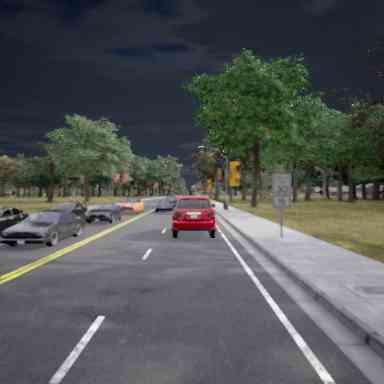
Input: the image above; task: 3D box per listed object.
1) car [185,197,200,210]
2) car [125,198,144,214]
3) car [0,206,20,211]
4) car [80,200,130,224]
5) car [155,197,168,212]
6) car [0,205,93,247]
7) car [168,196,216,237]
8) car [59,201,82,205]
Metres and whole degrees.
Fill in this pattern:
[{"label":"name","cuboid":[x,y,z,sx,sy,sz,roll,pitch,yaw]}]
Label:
[{"label":"car","cuboid":[0.096,1.534,44.625,1.882,1.535,5.008,0,0,0]},{"label":"car","cuboid":[-6.503,1.394,35.839,2.097,1.767,4.553,0,0,0]},{"label":"car","cuboid":[-9.834,1.520,16.616,1.837,1.490,4.892,0,0,0]},{"label":"car","cuboid":[-6.537,1.574,25.607,2.033,1.411,5.357,0,0,0]},{"label":"car","cuboid":[-3.145,1.611,38.654,1.994,1.385,4.181,0,0,-1]},{"label":"car","cuboid":[-6.590,1.561,15.477,2.033,1.411,5.357,0,0,0]},{"label":"car","cuboid":[0.109,1.238,18.188,2.150,2.045,5.566,0,0,0]},{"label":"car","cuboid":[-9.774,1.533,26.615,1.837,1.490,4.892,0,0,0]}]
